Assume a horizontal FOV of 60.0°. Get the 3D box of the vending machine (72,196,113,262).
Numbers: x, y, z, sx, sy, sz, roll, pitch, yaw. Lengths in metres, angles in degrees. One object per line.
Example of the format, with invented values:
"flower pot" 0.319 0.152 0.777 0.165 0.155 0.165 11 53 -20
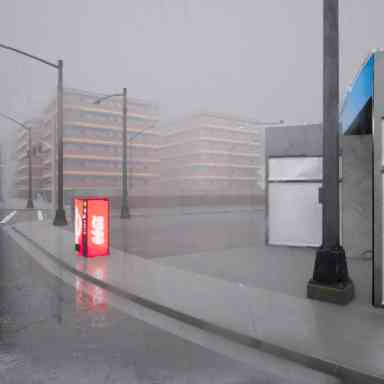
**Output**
"vending machine" -3.388 1.195 11.293 1.100 2.100 0.880 0 0 -36
